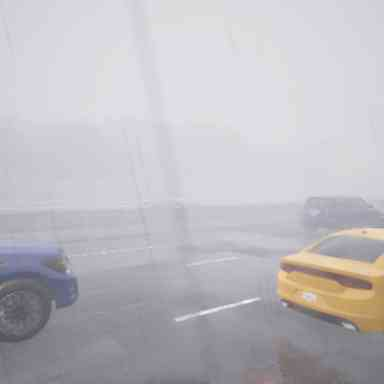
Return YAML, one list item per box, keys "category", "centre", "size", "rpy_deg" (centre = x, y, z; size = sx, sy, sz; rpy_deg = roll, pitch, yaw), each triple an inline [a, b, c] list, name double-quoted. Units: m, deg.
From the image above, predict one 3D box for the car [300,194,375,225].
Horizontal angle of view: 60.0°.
- category: "car"
  centre: [8.297, 1.205, 18.227]
  size: [5.566, 2.045, 2.150]
  rpy_deg: [0, 0, -35]

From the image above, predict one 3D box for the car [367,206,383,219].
- category: "car"
  centre: [10.437, 1.488, 15.452]
  size: [4.892, 1.490, 1.837]
  rpy_deg: [0, 0, -35]

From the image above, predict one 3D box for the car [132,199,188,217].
- category: "car"
  centre: [-3.023, 1.465, 31.893]
  size: [5.008, 1.535, 1.882]
  rpy_deg: [0, 0, -35]

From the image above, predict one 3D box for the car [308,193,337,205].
- category: "car"
  centre: [20.695, 1.054, 52.771]
  size: [4.892, 1.490, 1.837]
  rpy_deg: [-4, 3, -35]

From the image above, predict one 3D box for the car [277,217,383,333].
- category: "car"
  centre: [3.842, 1.478, 6.604]
  size: [5.008, 1.535, 1.882]
  rpy_deg: [0, 0, -35]

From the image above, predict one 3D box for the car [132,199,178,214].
- category: "car"
  centre: [-3.918, 1.507, 35.547]
  size: [4.674, 1.442, 1.812]
  rpy_deg: [0, 0, -35]

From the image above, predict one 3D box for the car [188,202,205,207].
- category: "car"
  centre: [-0.457, 1.549, 29.420]
  size: [4.181, 1.385, 1.994]
  rpy_deg: [0, 0, -35]

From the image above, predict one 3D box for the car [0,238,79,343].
- category: "car"
  centre: [-4.591, 1.221, 4.771]
  size: [5.566, 2.045, 2.150]
  rpy_deg: [0, 0, -36]

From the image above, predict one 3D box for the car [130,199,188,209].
- category: "car"
  centre: [-3.093, 1.489, 23.263]
  size: [4.902, 1.511, 2.128]
  rpy_deg: [0, 0, -35]

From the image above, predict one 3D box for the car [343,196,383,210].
- category: "car"
  centre: [20.607, 1.256, 39.923]
  size: [5.357, 1.411, 2.033]
  rpy_deg: [-1, 1, -35]

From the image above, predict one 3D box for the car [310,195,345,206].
- category: "car"
  centre: [19.535, 1.181, 47.697]
  size: [5.357, 1.411, 2.033]
  rpy_deg: [-2, 1, -35]
